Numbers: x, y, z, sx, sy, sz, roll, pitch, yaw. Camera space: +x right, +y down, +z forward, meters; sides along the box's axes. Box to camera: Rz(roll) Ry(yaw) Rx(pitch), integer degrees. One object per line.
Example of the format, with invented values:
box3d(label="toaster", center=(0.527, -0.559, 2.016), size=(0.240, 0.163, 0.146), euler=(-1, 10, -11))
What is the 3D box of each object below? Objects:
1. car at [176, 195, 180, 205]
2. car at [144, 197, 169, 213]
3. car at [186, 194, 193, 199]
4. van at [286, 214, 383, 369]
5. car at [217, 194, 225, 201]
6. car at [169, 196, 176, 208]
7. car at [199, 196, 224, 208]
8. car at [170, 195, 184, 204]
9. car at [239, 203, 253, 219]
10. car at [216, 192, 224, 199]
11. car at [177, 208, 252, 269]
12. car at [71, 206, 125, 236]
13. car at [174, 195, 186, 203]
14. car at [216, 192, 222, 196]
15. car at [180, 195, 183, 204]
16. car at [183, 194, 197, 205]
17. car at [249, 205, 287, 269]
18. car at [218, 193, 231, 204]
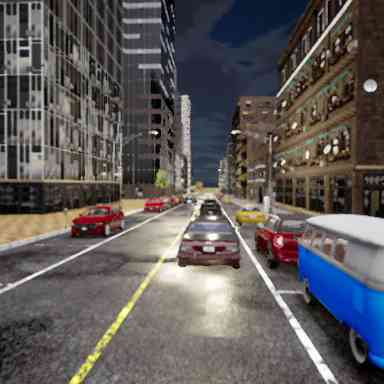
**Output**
box3d(label="car", center=(-3.208, 1.321, 45.831), size=(1.887, 1.381, 4.507), euler=(-1, 0, 3))
box3d(label="car", center=(-3.838, 1.359, 34.454), size=(1.887, 1.381, 4.507), euler=(-1, 0, 3))
box3d(label="car", center=(-0.702, 1.164, 91.176), size=(1.752, 1.417, 4.829), euler=(-1, 0, 3))
box3d(label="van", center=(2.915, 1.342, 5.426), size=(1.690, 1.788, 3.998), euler=(-1, 0, 3))
box3d(label="car", center=(7.015, 1.274, 79.551), size=(1.752, 1.417, 4.829), euler=(-1, 0, 3))
box3d(label="car", center=(-3.523, 1.346, 40.143), size=(2.008, 1.369, 4.403), euler=(-1, 0, 3))
box3d(label="car", center=(1.658, 1.389, 29.818), size=(1.837, 1.490, 4.892), euler=(1, 1, 3))
box3d(label="car", center=(-2.580, 1.285, 57.211), size=(1.887, 1.381, 4.507), euler=(-1, 0, 3))
box3d(label="car", center=(3.870, 1.459, 22.664), size=(1.752, 1.417, 4.829), euler=(-1, 0, 3))
box3d(label="car", center=(7.632, 1.032, 90.760), size=(2.192, 1.841, 5.009), euler=(-1, 0, 3))
box3d(label="car", center=(0.595, 1.502, 11.064), size=(2.033, 1.411, 5.357), euler=(1, 0, 4))
box3d(label="car", center=(-4.781, 1.422, 17.386), size=(1.887, 1.381, 4.507), euler=(-1, 0, 3))
box3d(label="car", center=(-2.264, 1.305, 62.900), size=(1.802, 1.307, 4.206), euler=(-1, 0, 3))
box3d(label="car", center=(6.376, 1.329, 68.004), size=(1.887, 1.381, 4.507), euler=(-1, 0, 3))
box3d(label="car", center=(-2.904, 1.284, 51.351), size=(1.752, 1.417, 4.829), euler=(-1, 0, 3))
box3d(label="car", center=(-0.260, 1.271, 52.102), size=(2.128, 1.511, 4.902), euler=(1, 0, 3))
box3d(label="car", center=(3.230, 1.418, 11.117), size=(1.967, 1.590, 4.097), euler=(-1, 0, 3))
box3d(label="car", center=(5.757, 1.344, 56.796), size=(1.752, 1.417, 4.829), euler=(-1, 0, 3))
